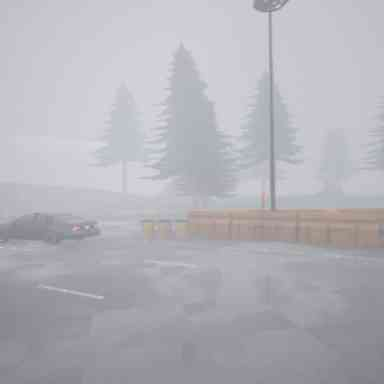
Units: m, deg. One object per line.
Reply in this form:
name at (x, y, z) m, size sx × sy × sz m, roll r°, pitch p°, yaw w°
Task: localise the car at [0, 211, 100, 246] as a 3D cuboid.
car at (-6.911, 1.628, 15.558) m, size 5.357 × 1.411 × 2.033 m, roll -1°, pitch 0°, yaw 23°
